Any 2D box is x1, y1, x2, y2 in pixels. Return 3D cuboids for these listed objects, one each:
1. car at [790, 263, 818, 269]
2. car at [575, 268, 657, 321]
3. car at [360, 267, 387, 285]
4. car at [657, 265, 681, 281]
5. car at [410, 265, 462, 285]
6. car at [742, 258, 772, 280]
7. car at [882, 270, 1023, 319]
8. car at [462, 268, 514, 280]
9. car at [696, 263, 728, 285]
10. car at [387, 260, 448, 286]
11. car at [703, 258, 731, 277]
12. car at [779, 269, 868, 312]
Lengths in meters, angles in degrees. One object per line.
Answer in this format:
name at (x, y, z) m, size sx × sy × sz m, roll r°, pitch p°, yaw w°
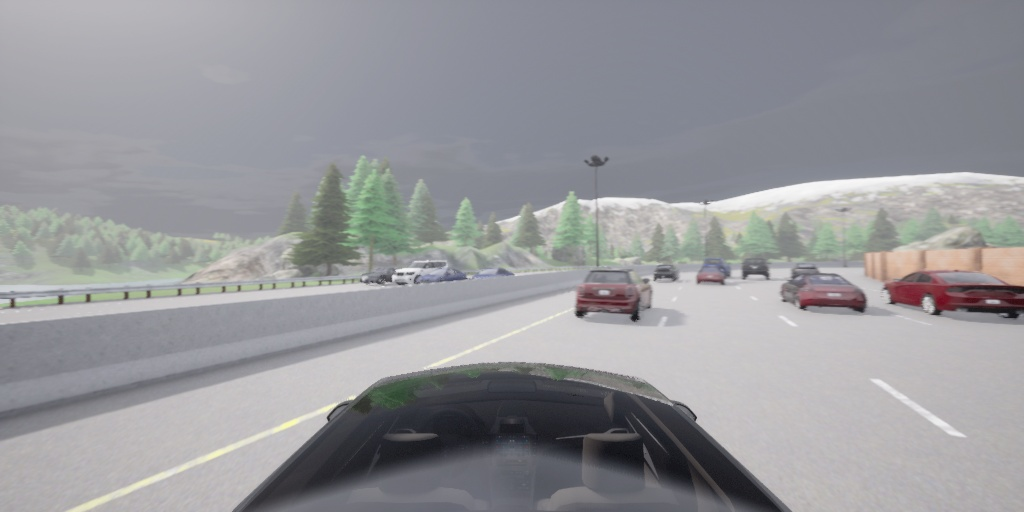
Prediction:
car at (26.565, 1.403, 32.540) m, size 2.128 × 1.511 × 4.902 m, roll -1°, pitch -1°, yaw 35°
car at (3.914, 1.213, 13.328) m, size 2.097 × 1.767 × 4.553 m, roll -1°, pitch -1°, yaw 27°
car at (-10.784, 1.697, 31.069) m, size 2.128 × 1.511 × 4.902 m, roll -1°, pitch -1°, yaw 28°
car at (14.416, 1.529, 33.309) m, size 1.837 × 1.490 × 4.892 m, roll -2°, pitch -1°, yaw 31°
car at (-5.127, 1.631, 26.811) m, size 1.812 × 1.442 × 4.674 m, roll -1°, pitch -1°, yaw 27°
car at (23.882, 1.187, 35.047) m, size 2.150 × 2.045 × 5.566 m, roll -1°, pitch -1°, yaw 37°
car at (15.498, 1.238, 12.920) m, size 1.882 × 1.535 × 5.008 m, roll -1°, pitch -1°, yaw 27°
car at (-1.397, 1.594, 26.404) m, size 1.812 × 1.442 × 4.674 m, roll -1°, pitch -1°, yaw 28°
car at (15.767, 1.516, 28.574) m, size 1.994 × 1.385 × 4.181 m, roll -1°, pitch -1°, yaw 28°
car at (-7.393, 1.386, 30.056) m, size 2.150 × 2.045 × 5.566 m, roll -1°, pitch -1°, yaw 27°
car at (21.255, 1.238, 37.279) m, size 2.150 × 2.045 × 5.566 m, roll -1°, pitch -1°, yaw 38°
car at (12.410, 1.370, 14.569) m, size 1.994 × 1.385 × 4.181 m, roll -1°, pitch -1°, yaw 27°
